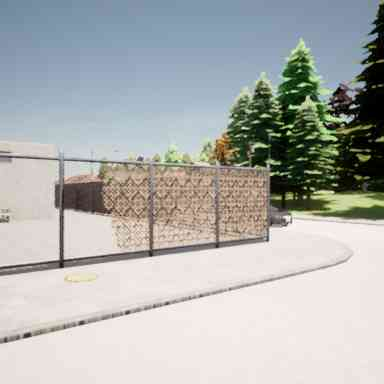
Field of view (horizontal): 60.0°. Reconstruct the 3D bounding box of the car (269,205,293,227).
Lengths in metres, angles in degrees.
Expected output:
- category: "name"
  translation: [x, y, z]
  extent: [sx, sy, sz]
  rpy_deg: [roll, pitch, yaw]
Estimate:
- category: "car"
  translation: [4.570, 1.500, 22.681]
  extent: [2.128, 1.511, 4.902]
  rpy_deg: [0, 0, -36]
